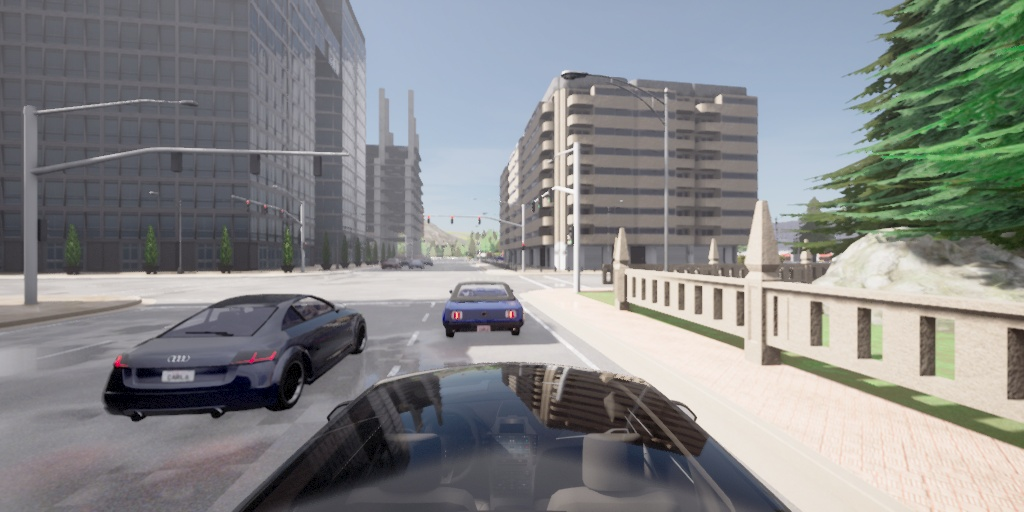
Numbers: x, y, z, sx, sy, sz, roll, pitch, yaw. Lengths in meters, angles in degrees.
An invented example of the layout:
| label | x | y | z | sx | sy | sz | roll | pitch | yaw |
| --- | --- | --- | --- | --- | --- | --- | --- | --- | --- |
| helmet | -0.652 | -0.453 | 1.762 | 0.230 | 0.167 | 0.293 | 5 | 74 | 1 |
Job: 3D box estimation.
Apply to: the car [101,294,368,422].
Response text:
| label | x | y | z | sx | sy | sz | roll | pitch | yaw |
| --- | --- | --- | --- | --- | --- | --- | --- | --- | --- |
| car | -3.935 | 1.312 | 6.012 | 1.994 | 1.385 | 4.181 | 0 | 0 | -6 |

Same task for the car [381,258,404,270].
| label | x | y | z | sx | sy | sz | roll | pitch | yaw |
| --- | --- | --- | --- | --- | --- | --- | --- | --- | --- |
| car | -17.348 | 1.082 | 51.557 | 2.097 | 1.767 | 4.553 | 0 | 0 | -8 |

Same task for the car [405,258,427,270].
| label | x | y | z | sx | sy | sz | roll | pitch | yaw |
| --- | --- | --- | --- | --- | --- | --- | --- | --- | --- |
| car | -13.892 | 1.255 | 52.101 | 1.812 | 1.442 | 4.674 | 0 | 0 | -8 |

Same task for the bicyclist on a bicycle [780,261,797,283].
| label | x | y | z | sx | sy | sz | roll | pitch | yaw |
| --- | --- | --- | --- | --- | --- | --- | --- | --- | --- |
| bicyclist on a bicycle | 16.416 | 1.098 | 21.653 | 0.582 | 1.620 | 1.656 | 0 | 0 | -8 |

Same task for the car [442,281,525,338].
| label | x | y | z | sx | sy | sz | roll | pitch | yaw |
| --- | --- | --- | --- | --- | --- | --- | --- | --- | --- |
| car | -0.859 | 1.347 | 10.253 | 1.895 | 1.301 | 4.718 | 0 | 0 | -6 |
